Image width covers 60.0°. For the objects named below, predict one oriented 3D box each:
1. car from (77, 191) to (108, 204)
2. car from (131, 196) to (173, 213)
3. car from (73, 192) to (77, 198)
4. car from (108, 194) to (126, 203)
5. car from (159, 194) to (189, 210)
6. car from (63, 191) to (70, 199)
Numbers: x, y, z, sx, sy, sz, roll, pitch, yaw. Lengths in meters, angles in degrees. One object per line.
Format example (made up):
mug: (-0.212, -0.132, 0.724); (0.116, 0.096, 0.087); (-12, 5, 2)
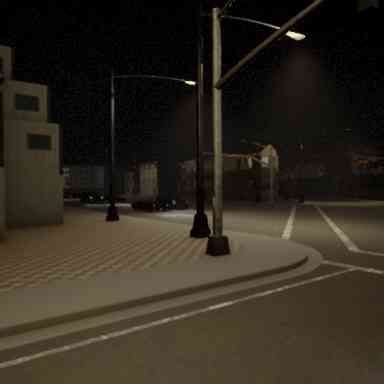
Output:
car: (-14.175, 0.759, 47.088); (2.097, 1.767, 4.553); (-1, 2, -36)
car: (-4.261, 1.341, 33.402); (1.895, 1.301, 4.718); (-1, 1, -36)
car: (-20.944, 0.551, 62.498); (1.994, 1.385, 4.181); (-1, 1, -35)
car: (-11.485, 0.960, 49.344); (1.895, 1.301, 4.718); (-1, 2, -36)
car: (-2.319, 1.032, 36.697); (2.097, 1.767, 4.553); (-1, 1, -36)
car: (-23.645, 0.535, 60.246); (1.837, 1.490, 4.892); (-1, 1, -35)
